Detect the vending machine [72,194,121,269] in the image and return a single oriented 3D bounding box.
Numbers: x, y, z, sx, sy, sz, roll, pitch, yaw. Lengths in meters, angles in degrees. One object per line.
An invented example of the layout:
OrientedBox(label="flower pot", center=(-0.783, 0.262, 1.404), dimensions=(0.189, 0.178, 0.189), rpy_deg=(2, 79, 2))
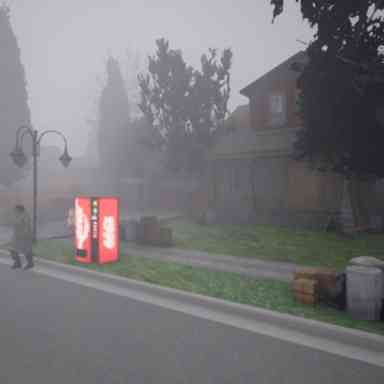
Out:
OrientedBox(label="vending machine", center=(-2.884, 1.131, 10.097), dimensions=(0.880, 2.100, 1.100), rpy_deg=(0, 0, 36))

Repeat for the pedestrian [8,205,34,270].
OrientedBox(label="pedestrian", center=(-4.762, 1.222, 9.271), dimensions=(0.375, 1.860, 0.375), rpy_deg=(0, 0, 36))
